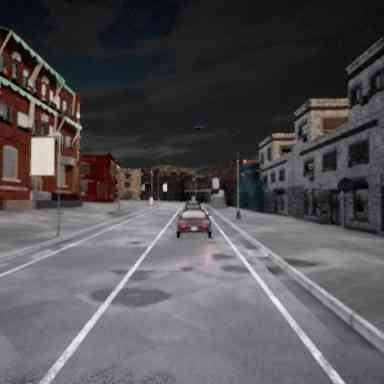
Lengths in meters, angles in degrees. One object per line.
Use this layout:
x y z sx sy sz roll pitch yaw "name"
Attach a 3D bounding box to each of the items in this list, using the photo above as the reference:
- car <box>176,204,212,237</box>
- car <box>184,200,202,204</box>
0.106 1.624 18.519 1.812 1.442 4.674 0 0 0 "car"
0.114 1.699 39.191 2.128 1.511 4.902 0 0 0 "car"
